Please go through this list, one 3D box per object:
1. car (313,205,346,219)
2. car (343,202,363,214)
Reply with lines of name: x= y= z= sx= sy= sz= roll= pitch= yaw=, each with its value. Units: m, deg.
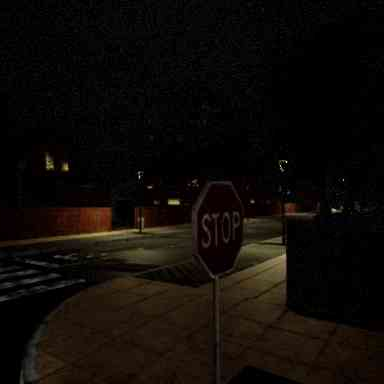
car: x=14.099 y=2.346 z=34.622 sx=2.033 sy=1.411 sz=5.357 roll=-1 pitch=-2 yaw=35
car: x=22.645 y=2.377 z=46.992 sx=2.150 sy=2.045 sz=5.566 roll=-1 pitch=-2 yaw=35
